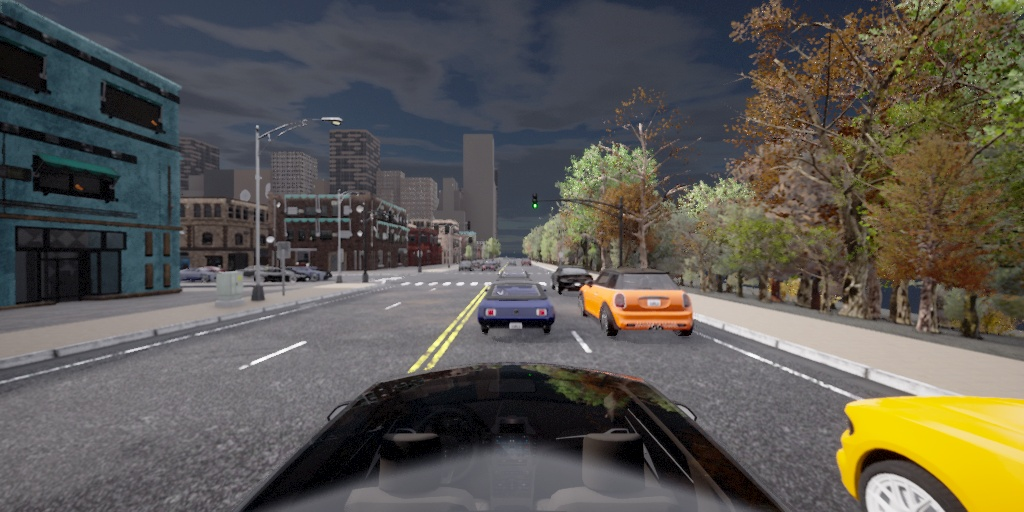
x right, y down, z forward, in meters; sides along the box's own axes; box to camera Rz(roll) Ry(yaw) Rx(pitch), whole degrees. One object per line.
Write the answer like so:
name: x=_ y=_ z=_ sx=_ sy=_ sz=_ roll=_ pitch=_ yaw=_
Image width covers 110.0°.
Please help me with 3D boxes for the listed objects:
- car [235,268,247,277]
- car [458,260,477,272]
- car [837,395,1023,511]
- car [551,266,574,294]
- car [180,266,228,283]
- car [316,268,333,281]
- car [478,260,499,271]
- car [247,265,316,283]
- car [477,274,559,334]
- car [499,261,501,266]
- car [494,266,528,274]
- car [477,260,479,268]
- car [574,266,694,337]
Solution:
car: x=-28.252 y=1.711 z=39.622 sx=4.403 sy=1.370 sz=2.007 roll=0 pitch=0 yaw=0
car: x=-6.553 y=1.446 z=51.723 sx=1.837 sy=1.490 sz=4.892 roll=0 pitch=0 yaw=0
car: x=3.347 y=1.223 z=0.576 sx=1.882 sy=1.535 sz=5.008 roll=0 pitch=0 yaw=0
car: x=3.369 y=1.302 z=20.821 sx=1.882 sy=1.535 sz=5.008 roll=0 pitch=0 yaw=0
car: x=-29.348 y=1.771 z=33.825 sx=4.181 sy=1.385 sz=1.994 roll=-1 pitch=0 yaw=-1
car: x=-19.303 y=1.656 z=33.812 sx=4.181 sy=1.385 sz=1.994 roll=-1 pitch=0 yaw=0
car: x=-3.301 y=1.506 z=51.812 sx=1.994 sy=1.385 sz=4.181 roll=0 pitch=0 yaw=0
car: x=-19.926 y=1.681 z=31.103 sx=4.313 sy=1.339 sz=1.948 roll=0 pitch=0 yaw=0
car: x=0.107 y=1.386 z=10.791 sx=1.895 sy=1.301 sz=4.718 roll=0 pitch=0 yaw=0
car: x=-3.284 y=1.523 z=61.080 sx=2.033 sy=1.411 sz=5.357 roll=0 pitch=0 yaw=0
car: x=0.115 y=1.425 z=20.624 sx=1.895 sy=1.301 sz=4.718 roll=0 pitch=0 yaw=0
car: x=-6.533 y=1.542 z=61.696 sx=1.994 sy=1.385 sz=4.181 roll=0 pitch=0 yaw=0
car: x=3.354 y=1.136 z=10.587 sx=2.097 sy=1.767 sz=4.553 roll=0 pitch=0 yaw=0
